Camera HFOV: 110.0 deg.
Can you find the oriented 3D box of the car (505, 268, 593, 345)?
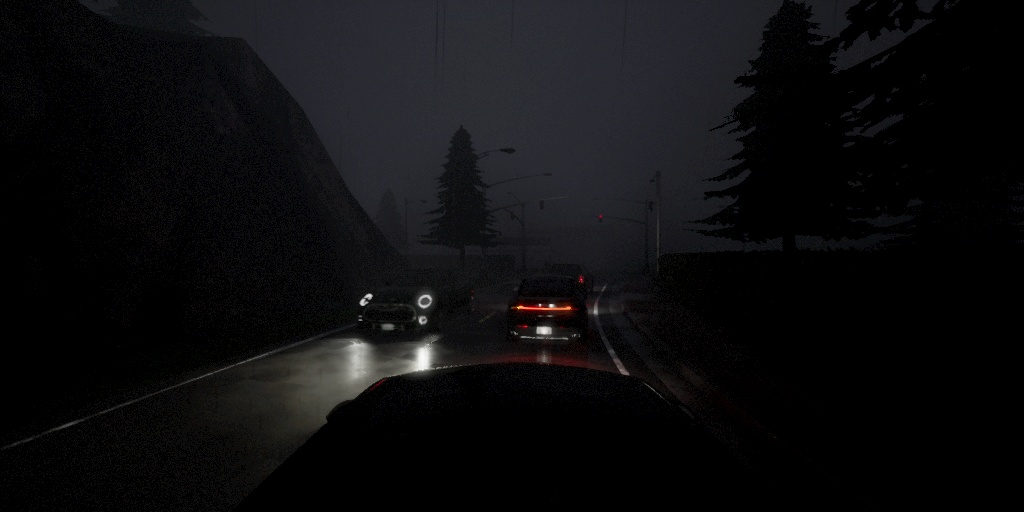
[{"bbox_3d":[1.019,1.254,9.614,1.837,1.490,4.892,0,0,9],"label":"car"}]

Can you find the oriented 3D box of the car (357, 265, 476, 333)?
[{"bbox_3d":[-2.586,1.101,10.760,2.097,1.767,4.553,0,0,10],"label":"car"}]

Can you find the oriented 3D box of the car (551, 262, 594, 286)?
[{"bbox_3d":[3.018,1.101,18.535,2.097,1.767,4.553,0,0,17],"label":"car"}]
